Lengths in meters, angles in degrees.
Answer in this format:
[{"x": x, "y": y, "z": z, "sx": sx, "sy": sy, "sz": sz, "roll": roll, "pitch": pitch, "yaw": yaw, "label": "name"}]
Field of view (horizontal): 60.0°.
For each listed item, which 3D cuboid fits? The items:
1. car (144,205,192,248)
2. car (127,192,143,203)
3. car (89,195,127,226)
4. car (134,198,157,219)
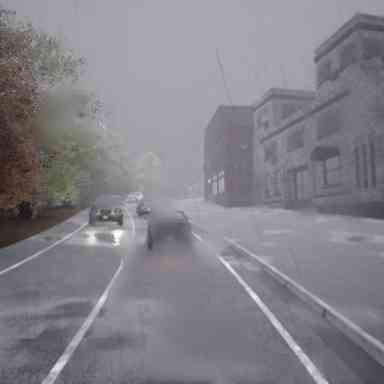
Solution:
[{"x": -1.113, "y": 1.550, "z": 15.160, "sx": 1.837, "sy": 1.490, "sz": 4.892, "roll": 1, "pitch": 0, "yaw": -7, "label": "car"}, {"x": -11.133, "y": 1.090, "z": 65.072, "sx": 2.150, "sy": 2.045, "sz": 5.566, "roll": -1, "pitch": 0, "yaw": 7, "label": "car"}, {"x": -5.933, "y": 1.220, "z": 23.560, "sx": 2.150, "sy": 2.045, "sz": 5.566, "roll": 1, "pitch": 0, "yaw": -11, "label": "car"}, {"x": -4.354, "y": 1.587, "z": 32.575, "sx": 1.994, "sy": 1.385, "sz": 4.181, "roll": 1, "pitch": 0, "yaw": -12, "label": "car"}]
